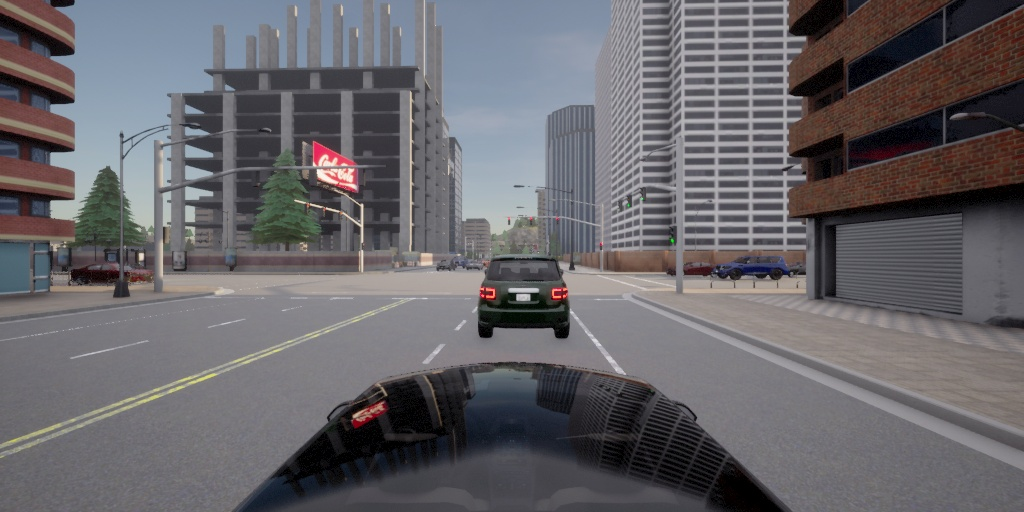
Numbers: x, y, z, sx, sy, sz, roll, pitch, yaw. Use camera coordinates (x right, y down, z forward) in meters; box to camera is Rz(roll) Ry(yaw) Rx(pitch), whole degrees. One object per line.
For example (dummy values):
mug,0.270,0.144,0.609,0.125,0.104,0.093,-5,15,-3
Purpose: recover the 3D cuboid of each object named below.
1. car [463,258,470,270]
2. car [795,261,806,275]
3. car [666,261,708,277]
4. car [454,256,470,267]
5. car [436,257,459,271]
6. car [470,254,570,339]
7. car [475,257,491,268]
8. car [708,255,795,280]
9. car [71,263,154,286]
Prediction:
car,-5.276,1.351,51.160,1.895,1.301,4.718,0,0,2
car,27.240,1.241,33.737,4.902,1.511,2.128,0,0,2
car,17.310,1.228,34.071,5.008,1.535,1.882,0,0,2
car,-8.497,0.971,58.372,2.150,2.045,5.566,0,0,1
car,-8.880,1.255,48.524,1.837,1.490,4.892,0,0,2
car,0.338,0.971,10.283,2.150,2.045,5.566,0,0,2
car,-4.871,1.102,61.260,2.097,1.767,4.553,0,0,2
car,20.226,0.971,30.477,5.566,2.045,2.150,0,0,2
car,-27.296,1.227,24.820,5.008,1.535,1.882,0,0,2
